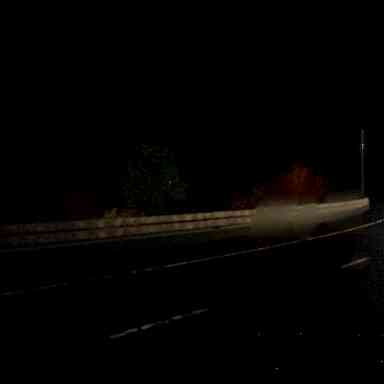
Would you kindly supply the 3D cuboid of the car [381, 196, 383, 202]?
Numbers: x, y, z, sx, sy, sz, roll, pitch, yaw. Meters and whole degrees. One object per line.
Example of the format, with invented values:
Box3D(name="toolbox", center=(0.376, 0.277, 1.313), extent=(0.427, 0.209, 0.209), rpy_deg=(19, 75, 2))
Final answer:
Box3D(name="car", center=(34.724, 1.157, 58.454), extent=(1.837, 1.490, 4.892), rpy_deg=(0, 0, 16))
